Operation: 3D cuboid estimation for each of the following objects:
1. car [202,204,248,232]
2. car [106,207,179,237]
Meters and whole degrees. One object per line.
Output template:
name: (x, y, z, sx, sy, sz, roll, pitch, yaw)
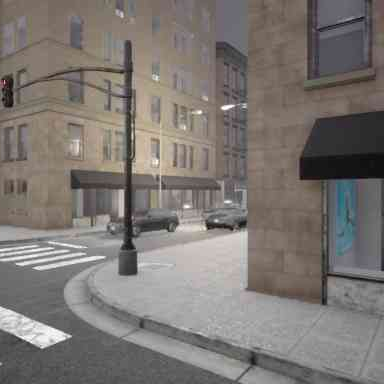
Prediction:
car: (2.628, 1.689, 21.269, 1.994, 1.385, 4.181, 0, 0, 36)
car: (-2.626, 1.620, 18.841, 1.812, 1.442, 4.674, 0, 0, 37)
